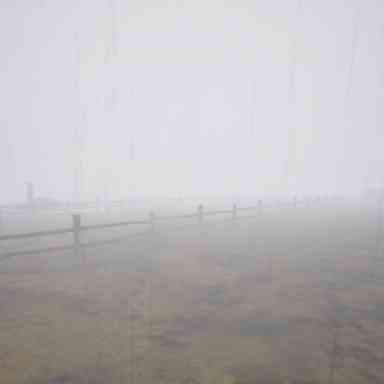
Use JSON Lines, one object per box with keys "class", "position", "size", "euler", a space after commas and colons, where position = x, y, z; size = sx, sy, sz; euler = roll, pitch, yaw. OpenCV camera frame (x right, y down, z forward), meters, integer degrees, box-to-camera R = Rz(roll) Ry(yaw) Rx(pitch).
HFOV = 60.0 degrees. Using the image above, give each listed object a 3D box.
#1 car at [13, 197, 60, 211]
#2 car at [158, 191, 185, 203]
{"class": "car", "position": [-17.346, 1.344, 37.296], "size": [1.837, 1.490, 4.892], "euler": [1, 1, 36]}
{"class": "car", "position": [-3.400, 0.781, 56.464], "size": [2.150, 2.045, 5.566], "euler": [1, 1, 36]}
